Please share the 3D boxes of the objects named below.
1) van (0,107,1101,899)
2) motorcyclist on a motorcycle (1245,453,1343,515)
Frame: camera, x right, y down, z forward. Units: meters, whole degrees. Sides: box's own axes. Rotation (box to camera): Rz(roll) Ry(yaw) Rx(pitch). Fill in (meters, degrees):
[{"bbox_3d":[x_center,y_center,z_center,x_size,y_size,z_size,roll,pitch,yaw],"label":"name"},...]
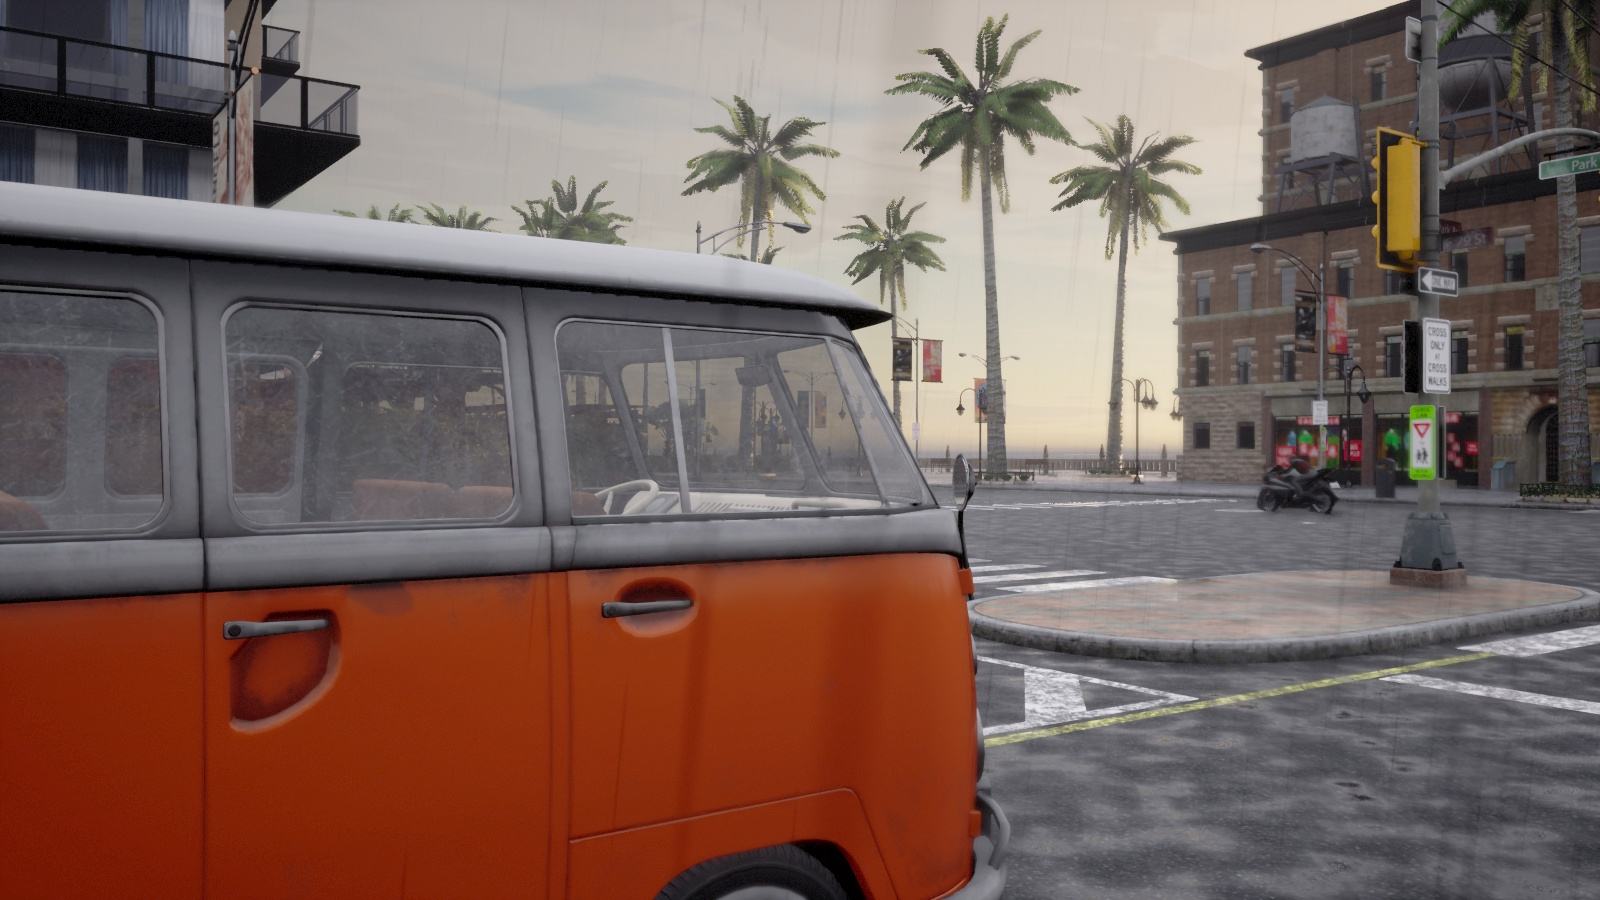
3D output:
[{"bbox_3d":[-1.588,0.507,2.554,4.442,1.987,1.775,0,0,-35],"label":"van"},{"bbox_3d":[12.457,0.831,31.728,0.866,1.530,2.191,0,0,-34],"label":"motorcyclist on a motorcycle"}]
